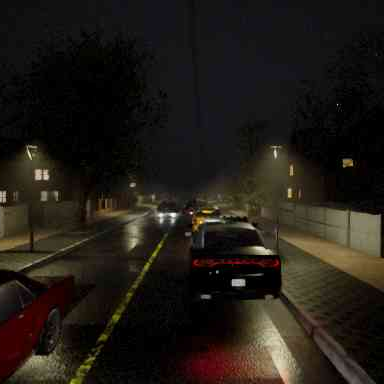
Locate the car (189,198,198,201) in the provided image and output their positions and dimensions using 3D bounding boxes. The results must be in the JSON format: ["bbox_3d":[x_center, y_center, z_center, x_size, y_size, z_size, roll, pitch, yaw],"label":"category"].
[{"bbox_3d":[0.878,1.457,24.650,1.801,1.575,5.366,0,0,0],"label":"car"}]

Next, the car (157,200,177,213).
[{"bbox_3d":[-2.669,1.562,36.902,1.994,1.385,4.181,0,0,0],"label":"car"}]

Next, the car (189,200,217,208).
[{"bbox_3d":[0.865,1.457,18.650,1.801,1.575,5.366,0,0,0],"label":"car"}]

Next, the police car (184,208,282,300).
[{"bbox_3d":[0.842,1.426,8.567,1.930,1.638,5.238,0,0,0],"label":"police car"}]

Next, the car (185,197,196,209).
[{"bbox_3d":[0.120,1.485,45.090,2.128,1.511,4.902,0,0,1],"label":"car"}]

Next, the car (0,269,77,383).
[{"bbox_3d":[-2.846,1.601,3.298,1.895,1.301,4.718,0,0,0],"label":"car"}]

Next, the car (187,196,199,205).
[{"bbox_3d":[0.130,1.531,58.446,2.033,1.411,5.357,0,0,0],"label":"car"}]
